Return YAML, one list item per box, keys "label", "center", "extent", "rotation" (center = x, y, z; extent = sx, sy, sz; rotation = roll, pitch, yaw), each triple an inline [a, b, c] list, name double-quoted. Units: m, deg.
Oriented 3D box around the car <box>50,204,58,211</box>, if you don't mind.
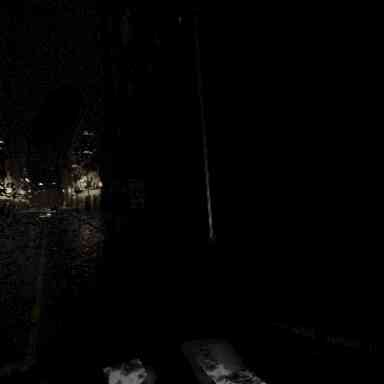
- label: "car"
  center: [-34.788, 3.974, 83.908]
  extent: [1.837, 1.490, 4.892]
  rotation: [-4, 0, -23]
